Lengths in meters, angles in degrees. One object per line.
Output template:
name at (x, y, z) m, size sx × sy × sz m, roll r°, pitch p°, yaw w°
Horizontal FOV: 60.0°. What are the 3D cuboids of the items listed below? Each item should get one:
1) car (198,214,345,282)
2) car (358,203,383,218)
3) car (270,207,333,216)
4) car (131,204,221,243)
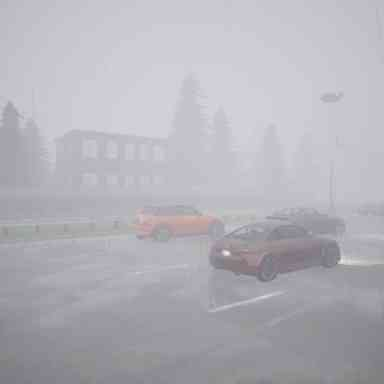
car at (2.527, 1.568, 9.846) m, size 4.181 × 1.385 × 1.994 m, roll 0°, pitch 0°, yaw -35°
car at (16.840, 1.617, 30.143) m, size 1.895 × 1.301 × 4.718 m, roll 0°, pitch 0°, yaw 45°
car at (5.623, 1.499, 16.378) m, size 4.902 × 1.511 × 2.128 m, roll 0°, pitch 0°, yaw -36°
car at (-0.559, 1.356, 16.243) m, size 4.553 × 1.767 × 2.097 m, roll 0°, pitch 0°, yaw -35°
